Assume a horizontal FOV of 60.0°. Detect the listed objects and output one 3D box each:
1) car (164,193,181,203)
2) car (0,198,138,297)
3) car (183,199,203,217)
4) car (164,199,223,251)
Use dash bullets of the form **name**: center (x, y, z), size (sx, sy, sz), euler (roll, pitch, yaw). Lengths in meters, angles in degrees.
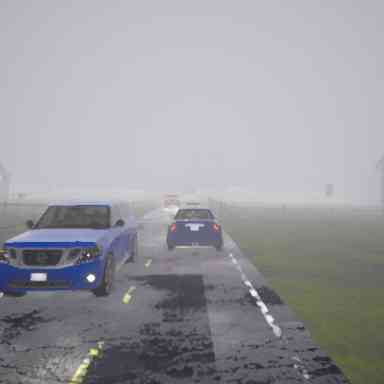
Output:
- **car**: center (-2.830, 1.232, 48.571), size (2.150, 2.045, 5.566), euler (0, 0, 0)
- **car**: center (-2.849, 1.221, 8.939), size (2.150, 2.045, 5.566), euler (0, 0, 0)
- **car**: center (0.101, 1.509, 32.085), size (1.837, 1.490, 4.892), euler (0, 0, 0)
- **car**: center (0.101, 1.352, 14.308), size (2.097, 1.767, 4.553), euler (0, 0, 0)
